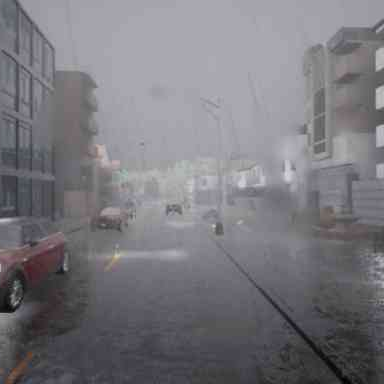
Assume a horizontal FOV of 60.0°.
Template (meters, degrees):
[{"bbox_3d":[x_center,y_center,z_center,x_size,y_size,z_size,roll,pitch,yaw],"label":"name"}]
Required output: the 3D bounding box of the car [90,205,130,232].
[{"bbox_3d":[-5.336,1.693,21.998,1.882,1.535,5.008,0,-1,-3],"label":"car"}]

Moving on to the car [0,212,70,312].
[{"bbox_3d":[-4.521,1.432,7.806,2.097,1.767,4.553,0,0,-3],"label":"car"}]

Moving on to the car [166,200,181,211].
[{"bbox_3d":[-2.824,2.027,50.333,2.033,1.411,5.357,0,-1,-3],"label":"car"}]

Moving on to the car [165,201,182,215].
[{"bbox_3d":[-2.209,1.886,40.028,1.837,1.490,4.892,0,-1,-3],"label":"car"}]
